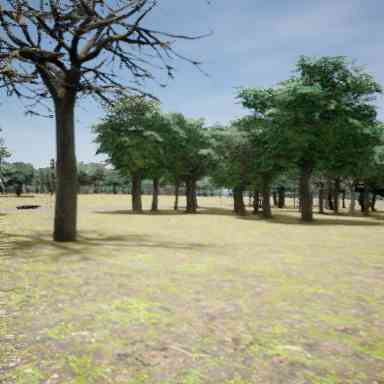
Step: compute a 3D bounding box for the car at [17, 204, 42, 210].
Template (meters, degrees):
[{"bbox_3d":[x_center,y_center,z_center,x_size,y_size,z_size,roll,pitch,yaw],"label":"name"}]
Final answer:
[{"bbox_3d":[-35.576,3.185,72.951,1.895,1.301,4.718,0,-2,35],"label":"car"}]
